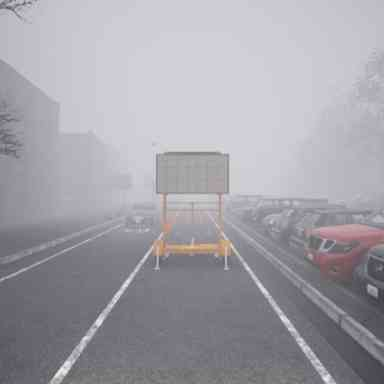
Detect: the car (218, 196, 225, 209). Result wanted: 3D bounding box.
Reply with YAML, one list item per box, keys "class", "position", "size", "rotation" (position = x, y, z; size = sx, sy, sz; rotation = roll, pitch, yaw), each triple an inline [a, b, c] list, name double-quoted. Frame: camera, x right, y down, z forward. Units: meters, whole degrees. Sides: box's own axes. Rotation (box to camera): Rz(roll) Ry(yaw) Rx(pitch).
- class: "car"
  position: [5.895, 1.476, 36.161]
  size: [5.366, 1.575, 1.946]
  rotation: [0, 0, 0]

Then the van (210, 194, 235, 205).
- class: "van"
  position: [5.618, 1.314, 61.389]
  size: [4.442, 1.987, 1.878]
  rotation: [0, 0, 0]

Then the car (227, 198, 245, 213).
- class: "car"
  position: [5.673, 1.509, 27.751]
  size: [4.792, 1.488, 2.163]
  rotation: [0, 0, 0]

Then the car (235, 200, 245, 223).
- class: "car"
  position: [5.692, 1.480, 22.145]
  size: [5.008, 1.535, 2.097]
  rotation: [0, 0, 0]

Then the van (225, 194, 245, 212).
- class: "van"
  position: [5.588, 1.254, 30.555]
  size: [4.442, 1.987, 1.878]
  rotation: [0, 0, 0]

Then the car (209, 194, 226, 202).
- class: "car"
  position: [5.750, 1.253, 50.175]
  size: [5.566, 2.045, 2.435]
  rotation: [0, 0, 0]

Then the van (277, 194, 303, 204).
- class: "van"
  position: [18.935, 1.324, 64.226]
  size: [4.442, 1.987, 1.878]
  rotation: [0, 0, 0]

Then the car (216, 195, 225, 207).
- class: "car"
  position: [5.707, 1.480, 38.961]
  size: [5.008, 1.535, 2.097]
  rotation: [0, 0, 0]

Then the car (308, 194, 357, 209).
- class: "car"
  position: [18.769, 1.239, 44.729]
  size: [5.566, 2.045, 2.435]
  rotation: [0, 0, 0]

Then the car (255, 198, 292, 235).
- class: "car"
  position: [5.724, 1.355, 16.538]
  size: [4.553, 1.767, 2.185]
  rotation: [0, 0, 0]

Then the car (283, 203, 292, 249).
- class: "car"
  position: [5.656, 1.355, 10.931]
  size: [4.553, 1.767, 2.185]
  rotation: [0, 0, 0]

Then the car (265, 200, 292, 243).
- class: "car"
  position: [5.659, 1.355, 13.735]
  size: [4.553, 1.767, 2.185]
  rotation: [0, 0, 0]

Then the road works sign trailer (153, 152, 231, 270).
- class: "road works sign trailer"
  position: [0.016, 0.469, 11.048]
  size: [2.380, 3.560, 2.880]
  rotation: [0, 0, 1]

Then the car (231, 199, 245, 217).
- class: "car"
  position: [5.671, 1.509, 24.948]
  size: [4.792, 1.488, 2.163]
  rotation: [0, 0, 0]

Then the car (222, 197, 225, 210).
- class: "car"
  position: [5.736, 1.509, 33.358]
  size: [4.792, 1.488, 2.163]
  rotation: [0, 0, 0]

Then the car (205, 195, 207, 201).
- class: "car"
  position: [5.772, 1.310, 66.994]
  size: [5.566, 2.045, 2.435]
  rotation: [0, 0, 0]

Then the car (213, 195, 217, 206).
- class: "car"
  position: [5.688, 1.518, 44.569]
  size: [4.792, 1.488, 2.163]
  rotation: [0, 0, 0]

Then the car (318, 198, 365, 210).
- class: "car"
  position: [18.789, 1.486, 41.942]
  size: [5.008, 1.535, 2.097]
  rotation: [0, 0, 0]

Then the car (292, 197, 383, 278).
- class: "car"
  position: [5.657, 1.229, 8.128]
  size: [5.566, 2.045, 2.435]
  rotation: [0, 0, 0]

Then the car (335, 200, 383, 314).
- class: "car"
  position: [5.654, 1.230, 5.325]
  size: [5.566, 2.045, 2.435]
  rotation: [0, 0, 0]

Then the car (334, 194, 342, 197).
- class: "car"
  position: [18.760, 1.229, 36.374]
  size: [5.566, 2.045, 2.435]
  rotation: [0, 0, 0]

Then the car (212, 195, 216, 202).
- class: "car"
  position: [5.715, 1.497, 47.367]
  size: [4.892, 1.521, 2.231]
  rotation: [0, 0, 0]

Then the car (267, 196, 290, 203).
- class: "car"
  position: [18.839, 1.632, 72.573]
  size: [4.674, 1.452, 2.002]
  rotation: [0, 0, 0]

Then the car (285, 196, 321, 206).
- class: "car"
  position: [18.621, 1.520, 55.868]
  size: [5.366, 1.575, 1.946]
  rotation: [0, 0, 0]

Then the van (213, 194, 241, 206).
- class: "van"
  position: [5.843, 1.296, 55.782]
  size: [4.442, 1.987, 1.878]
  rotation: [0, 0, 0]

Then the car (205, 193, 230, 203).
- class: "car"
  position: [5.793, 1.361, 75.404]
  size: [5.566, 2.045, 2.435]
  rotation: [0, 0, 0]

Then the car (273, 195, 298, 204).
- class: "car"
  position: [18.793, 1.436, 67.006]
  size: [4.553, 1.767, 2.185]
  rotation: [0, 0, 0]

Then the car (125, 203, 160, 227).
- class: "car"
  position: [-3.299, 1.498, 22.683]
  size: [2.128, 1.511, 4.902]
  rotation: [0, 0, 0]

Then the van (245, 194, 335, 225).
- class: "van"
  position: [5.578, 1.254, 19.341]
  size: [4.442, 1.987, 1.878]
  rotation: [0, 0, 0]

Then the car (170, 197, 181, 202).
- class: "car"
  position: [-3.153, 1.609, 64.132]
  size: [1.812, 1.442, 4.674]
  rotation: [0, 0, 1]

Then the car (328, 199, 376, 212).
- class: "car"
  position: [18.789, 1.522, 39.281]
  size: [4.674, 1.452, 2.002]
  rotation: [0, 0, 0]

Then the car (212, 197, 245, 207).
- class: "car"
  position: [5.719, 1.513, 52.978]
  size: [5.008, 1.535, 2.097]
  rotation: [0, 0, 0]

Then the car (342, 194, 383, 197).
- class: "car"
  position: [18.759, 1.229, 33.712]
  size: [5.566, 2.045, 2.435]
  rotation: [0, 0, 0]
